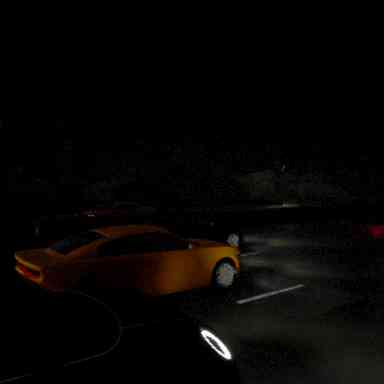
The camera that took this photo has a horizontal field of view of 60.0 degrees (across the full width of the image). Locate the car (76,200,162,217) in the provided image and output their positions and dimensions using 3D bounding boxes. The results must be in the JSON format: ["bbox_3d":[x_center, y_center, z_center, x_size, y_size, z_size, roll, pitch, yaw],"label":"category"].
[{"bbox_3d":[-4.797,1.423,22.033,5.008,1.535,1.882,0,0,-35],"label":"car"}]

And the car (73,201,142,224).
[{"bbox_3d":[-6.343,1.467,25.228,4.674,1.442,1.812,0,0,-35],"label":"car"}]

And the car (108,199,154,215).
[{"bbox_3d":[-6.171,1.474,33.920,4.181,1.385,1.994,0,0,-35],"label":"car"}]

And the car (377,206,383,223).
[{"bbox_3d":[14.503,1.349,22.610,4.902,1.511,2.128,0,0,-35],"label":"car"}]

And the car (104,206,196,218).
[{"bbox_3d":[-0.341,1.437,12.081,5.008,1.535,1.882,0,0,-35],"label":"car"}]

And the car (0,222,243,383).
[{"bbox_3d":[-1.772,1.352,2.483,4.553,1.767,2.097,0,0,-35],"label":"car"}]

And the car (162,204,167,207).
[{"bbox_3d":[-4.823,1.462,30.592,5.357,1.411,2.033,0,0,-35],"label":"car"}]

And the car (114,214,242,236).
[{"bbox_3d":[-1.106,1.458,7.247,5.008,1.535,1.882,0,0,-35],"label":"car"}]
